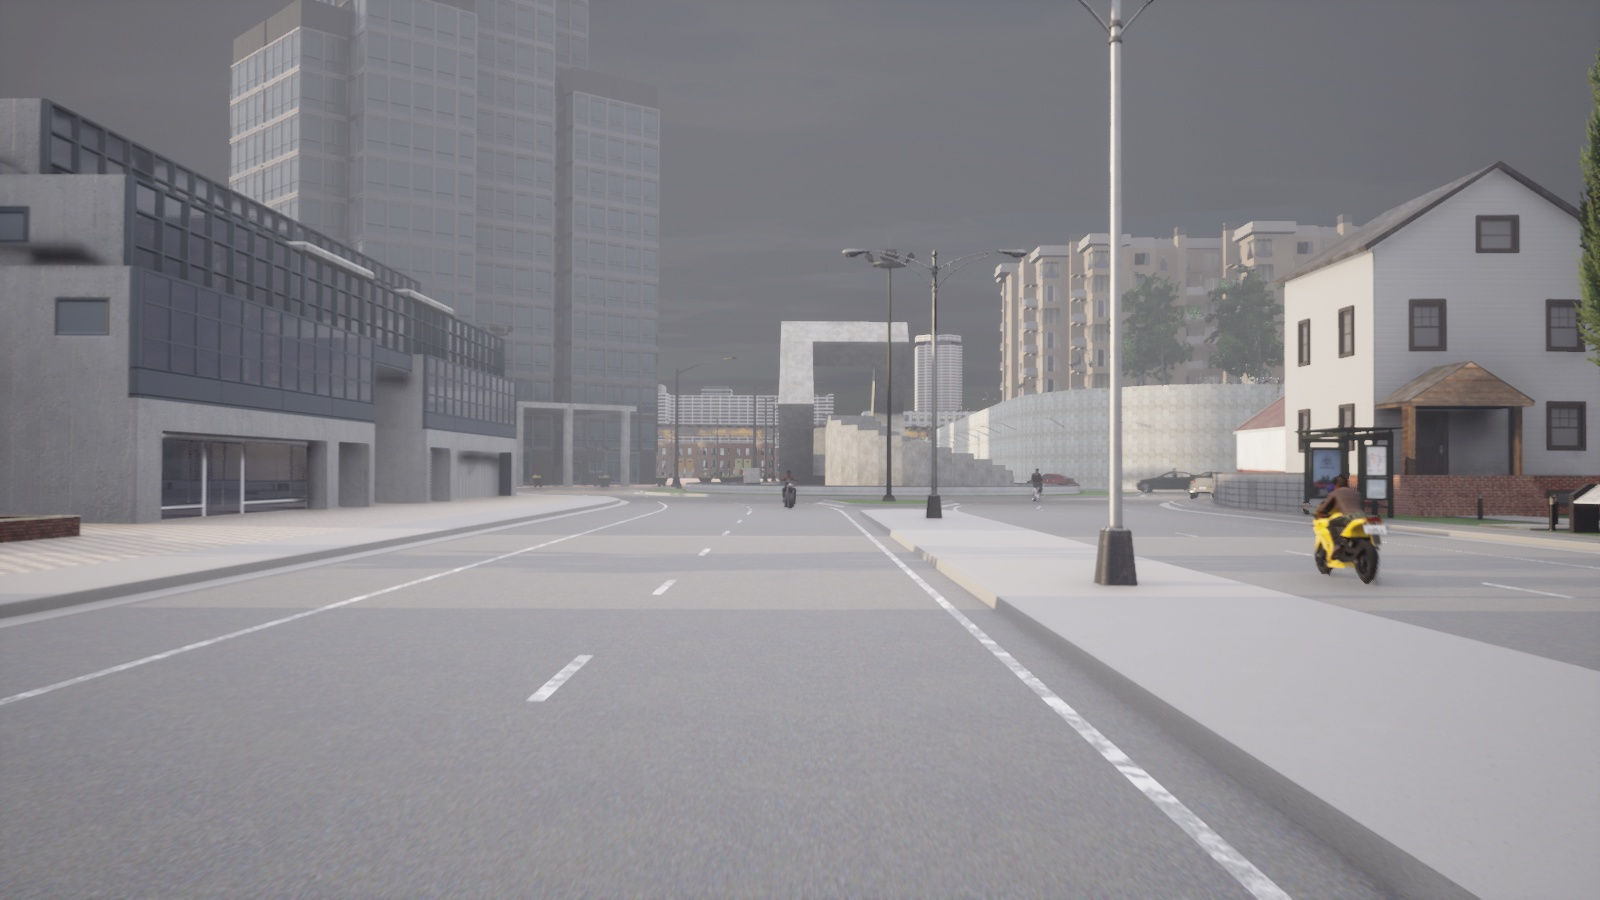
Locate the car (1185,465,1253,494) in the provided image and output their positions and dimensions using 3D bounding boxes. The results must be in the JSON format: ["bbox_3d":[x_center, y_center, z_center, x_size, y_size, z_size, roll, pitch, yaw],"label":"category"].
[{"bbox_3d":[25.031,1.747,74.901,2.152,1.651,5.027,-1,-1,40],"label":"car"}]

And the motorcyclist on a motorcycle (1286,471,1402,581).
[{"bbox_3d":[7.955,1.074,18.476,0.797,1.523,2.044,0,-1,0],"label":"motorcyclist on a motorcycle"}]

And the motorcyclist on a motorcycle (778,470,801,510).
[{"bbox_3d":[-0.439,1.657,53.163,0.766,1.649,2.350,0,-1,-5],"label":"motorcyclist on a motorcycle"}]
